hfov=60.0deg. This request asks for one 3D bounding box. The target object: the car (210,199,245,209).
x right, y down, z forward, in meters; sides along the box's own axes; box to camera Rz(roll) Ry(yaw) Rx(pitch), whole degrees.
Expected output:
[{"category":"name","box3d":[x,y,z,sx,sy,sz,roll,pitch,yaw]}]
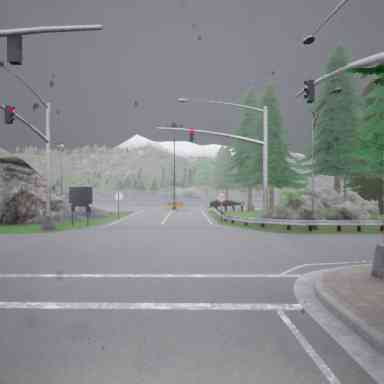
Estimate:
[{"category":"car","box3d":[5.127,1.674,47.583,5.008,1.535,1.882,0,-2,-12]}]
